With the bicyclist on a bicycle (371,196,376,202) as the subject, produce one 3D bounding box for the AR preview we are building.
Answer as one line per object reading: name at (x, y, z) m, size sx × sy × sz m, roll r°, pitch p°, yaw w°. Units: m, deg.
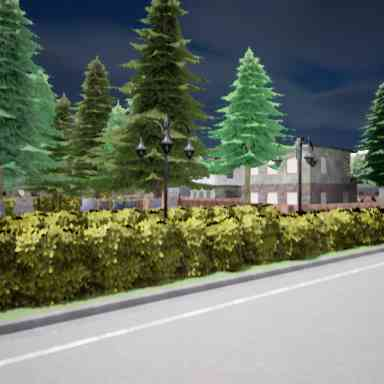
bicyclist on a bicycle at (24.979, 1.430, 45.805) m, size 1.656 × 1.620 × 0.582 m, roll 0°, pitch 0°, yaw -29°
